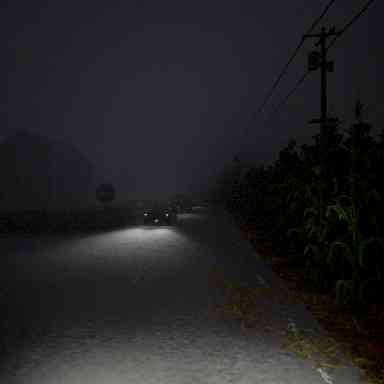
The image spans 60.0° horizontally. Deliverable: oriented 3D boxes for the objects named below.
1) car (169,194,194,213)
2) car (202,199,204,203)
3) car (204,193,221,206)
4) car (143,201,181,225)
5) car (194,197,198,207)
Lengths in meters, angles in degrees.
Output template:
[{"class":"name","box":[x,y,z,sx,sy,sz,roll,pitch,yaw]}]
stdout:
[{"class":"car","box":[-1.260,1.231,36.792,2.150,2.045,5.566,0,0,3]},{"class":"car","box":[3.532,1.582,66.435,1.994,1.385,4.181,0,0,-25]},{"class":"car","box":[3.604,1.237,55.733,2.150,2.045,5.566,0,0,5]},{"class":"car","box":[-2.209,1.607,24.225,1.895,1.301,4.718,0,0,4]},{"class":"car","box":[0.014,1.562,52.861,2.033,1.411,5.357,0,0,5]}]
